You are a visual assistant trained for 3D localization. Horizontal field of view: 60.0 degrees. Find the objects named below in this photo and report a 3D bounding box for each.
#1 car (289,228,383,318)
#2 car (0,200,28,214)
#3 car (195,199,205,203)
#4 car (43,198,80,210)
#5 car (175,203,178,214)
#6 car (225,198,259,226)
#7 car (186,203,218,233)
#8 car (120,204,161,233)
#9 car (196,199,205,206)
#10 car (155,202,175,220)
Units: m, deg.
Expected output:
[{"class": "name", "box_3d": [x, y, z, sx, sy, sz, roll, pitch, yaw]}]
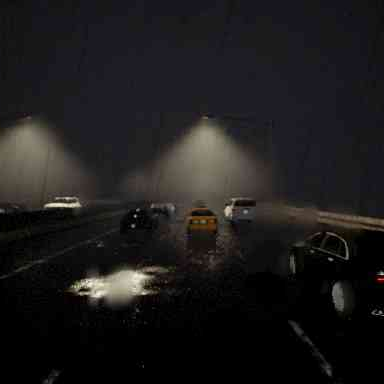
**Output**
[{"class": "car", "box_3d": [3.645, 1.587, 7.579, 1.837, 1.490, 4.892, 0, 0, 0]}, {"class": "car", "box_3d": [-17.230, 1.687, 30.788, 2.097, 1.767, 4.553, 0, -1, 1]}, {"class": "car", "box_3d": [1.488, 2.237, 64.616, 2.128, 1.511, 4.902, 0, -1, 2]}, {"class": "car", "box_3d": [-13.628, 1.608, 35.082, 2.150, 2.045, 5.566, 0, -1, 1]}, {"class": "car", "box_3d": [-2.837, 2.033, 43.130, 2.033, 1.411, 5.357, 0, -1, 2]}, {"class": "car", "box_3d": [3.885, 1.513, 26.399, 2.150, 2.045, 5.566, 0, -1, 1]}, {"class": "car", "box_3d": [0.575, 1.686, 21.128, 1.801, 1.575, 5.366, 0, -1, -1]}, {"class": "car", "box_3d": [-3.310, 1.756, 21.201, 1.812, 1.442, 4.674, 0, -1, 1]}, {"class": "car", "box_3d": [1.932, 2.443, 77.665, 2.033, 1.411, 5.357, 0, -1, 2]}, {"class": "car", "box_3d": [-3.109, 1.849, 32.166, 2.128, 1.511, 4.902, 0, -1, 1]}]
